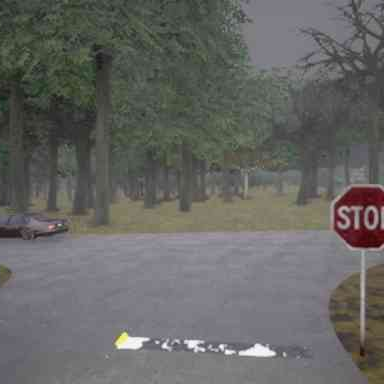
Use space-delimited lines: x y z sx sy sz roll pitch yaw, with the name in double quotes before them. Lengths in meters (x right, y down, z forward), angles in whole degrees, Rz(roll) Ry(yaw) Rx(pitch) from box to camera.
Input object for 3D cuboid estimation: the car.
"car" -9.439 1.851 17.821 5.357 1.411 2.033 -1 0 8
